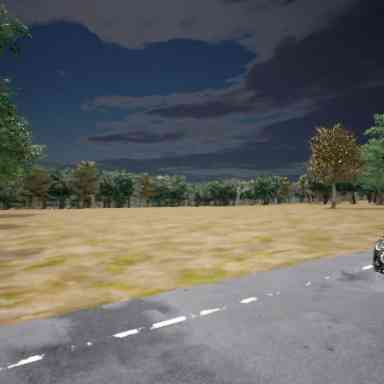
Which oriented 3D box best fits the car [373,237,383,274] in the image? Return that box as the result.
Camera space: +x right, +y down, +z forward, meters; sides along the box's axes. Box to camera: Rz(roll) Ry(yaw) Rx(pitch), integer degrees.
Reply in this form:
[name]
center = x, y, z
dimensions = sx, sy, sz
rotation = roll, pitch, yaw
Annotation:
[car]
center = 6.952, 1.357, 9.214
dimensions = 4.553, 1.767, 2.097
rotation = 0, 0, -37
